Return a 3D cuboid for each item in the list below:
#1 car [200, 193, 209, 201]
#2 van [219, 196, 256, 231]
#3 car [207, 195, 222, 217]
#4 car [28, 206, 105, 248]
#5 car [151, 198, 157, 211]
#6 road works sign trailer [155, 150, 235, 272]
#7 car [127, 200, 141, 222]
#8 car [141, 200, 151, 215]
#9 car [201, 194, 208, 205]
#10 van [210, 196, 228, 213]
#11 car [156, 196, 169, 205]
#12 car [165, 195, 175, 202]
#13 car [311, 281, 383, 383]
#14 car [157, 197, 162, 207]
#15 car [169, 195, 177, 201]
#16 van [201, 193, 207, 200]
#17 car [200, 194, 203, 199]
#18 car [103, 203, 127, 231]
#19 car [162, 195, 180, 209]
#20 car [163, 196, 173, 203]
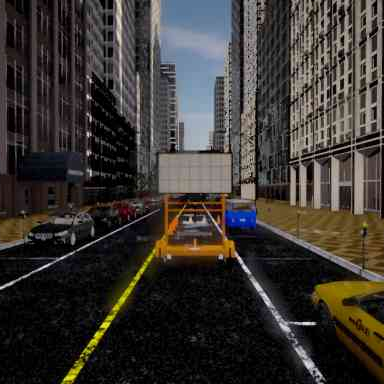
[{"bbox_3d":[3.335,1.291,88.547,2.192,1.841,5.009,-1,0,0],"label":"car"},{"bbox_3d":[2.831,1.336,20.344,1.690,1.788,3.998,-1,0,0],"label":"van"},{"bbox_3d":[2.915,1.308,31.711,2.192,1.841,5.009,-1,0,0],"label":"car"},{"bbox_3d":[-5.589,1.547,14.723,2.008,1.369,4.403,-1,0,0],"label":"car"},{"bbox_3d":[-5.421,1.573,37.457,1.802,1.307,4.206,-1,0,0],"label":"car"},{"bbox_3d":[0.097,0.462,10.744,2.380,3.560,2.880,0,0,1],"label":"road works sign trailer"},{"bbox_3d":[-5.505,1.539,26.090,1.887,1.381,4.507,-1,0,0],"label":"car"},{"bbox_3d":[-5.464,1.543,31.773,2.008,1.369,4.403,-1,0,0],"label":"car"},{"bbox_3d":[3.127,1.536,60.128,2.008,1.369,4.403,-1,0,0],"label":"car"},{"bbox_3d":[2.957,1.332,37.395,1.690,1.788,3.998,-1,0,0],"label":"van"},{"bbox_3d":[-5.253,1.536,60.190,2.008,1.369,4.403,-1,0,0],"label":"car"},{"bbox_3d":[-5.128,1.420,77.241,1.967,1.590,4.097,-1,0,0],"label":"car"},{"bbox_3d":[2.708,1.524,3.464,1.752,1.417,4.829,-1,0,0],"label":"car"},{"bbox_3d":[-5.337,1.539,48.824,2.008,1.369,4.403,-1,0,0],"label":"car"},{"bbox_3d":[-5.044,1.502,88.438,1.752,1.417,4.829,-1,0,0],"label":"car"},{"bbox_3d":[3.378,1.315,94.230,1.690,1.788,3.998,-1,0,0],"label":"van"},{"bbox_3d":[3.293,1.293,82.863,2.192,1.841,5.009,-1,0,0],"label":"car"},{"bbox_3d":[-5.547,1.561,20.406,1.947,1.339,4.313,-1,0,0],"label":"car"},{"bbox_3d":[-2.661,1.467,45.811,1.882,1.535,5.008,0,0,0],"label":"car"},{"bbox_3d":[-5.169,1.564,71.557,1.802,1.307,4.206,-1,0,0],"label":"car"}]
